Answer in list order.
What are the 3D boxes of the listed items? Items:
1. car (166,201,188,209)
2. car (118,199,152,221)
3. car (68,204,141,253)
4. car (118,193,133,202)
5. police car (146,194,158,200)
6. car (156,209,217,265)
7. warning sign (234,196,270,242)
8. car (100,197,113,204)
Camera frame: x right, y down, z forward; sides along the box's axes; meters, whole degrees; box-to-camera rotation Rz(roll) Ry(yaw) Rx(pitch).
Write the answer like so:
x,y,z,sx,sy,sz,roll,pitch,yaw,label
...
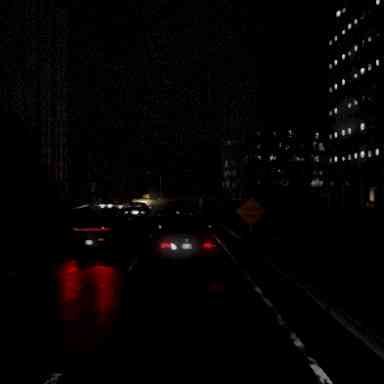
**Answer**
x,y,z,sx,sy,sz,roll,pitch,yaw,label
-1.328,1.501,29.631,1.812,1.442,4.674,0,0,-4,car
-4.348,1.528,26.564,2.033,1.411,5.357,0,0,-4,car
-3.561,1.483,13.660,2.128,1.511,4.902,0,0,-2,car
-11.387,1.174,57.103,2.150,2.045,5.566,0,0,-9,car
-10.396,1.351,89.409,1.930,1.638,5.238,0,0,-14,police car
-0.233,1.539,11.660,2.033,1.411,5.357,0,0,-2,car
2.510,1.104,14.125,1.300,1.860,1.060,0,0,-2,warning sign
-14.802,1.517,57.791,1.994,1.385,4.181,0,0,-9,car
